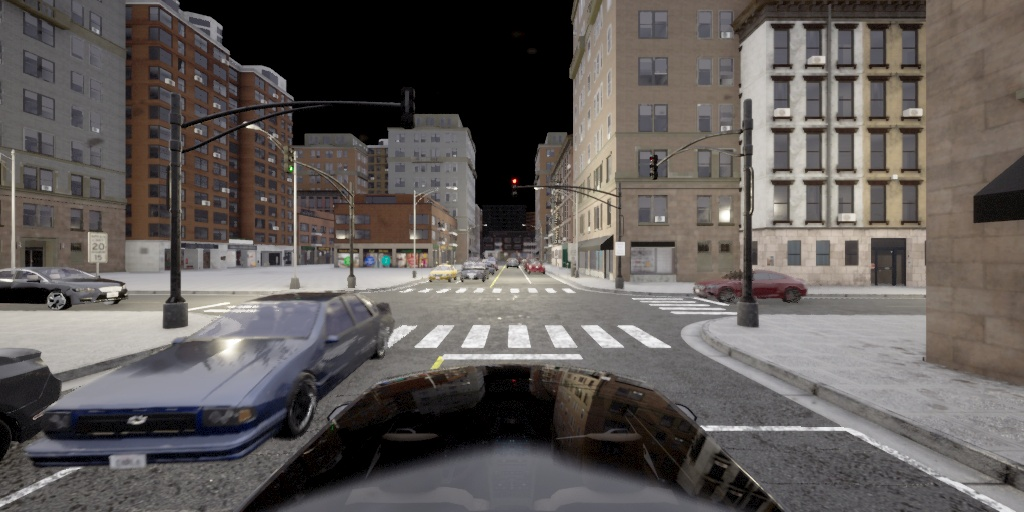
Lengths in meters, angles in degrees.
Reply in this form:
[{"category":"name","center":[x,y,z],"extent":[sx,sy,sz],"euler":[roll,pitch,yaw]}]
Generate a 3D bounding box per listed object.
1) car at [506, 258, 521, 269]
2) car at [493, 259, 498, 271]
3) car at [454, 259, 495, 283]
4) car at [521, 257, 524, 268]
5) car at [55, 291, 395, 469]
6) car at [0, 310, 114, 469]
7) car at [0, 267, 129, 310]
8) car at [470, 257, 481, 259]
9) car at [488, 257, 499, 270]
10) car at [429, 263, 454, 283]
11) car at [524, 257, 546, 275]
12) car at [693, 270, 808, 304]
[{"category":"car","center":[0.100,1.317,58.619],"extent":[1.994,1.385,4.181],"euler":[0,0,1]},{"category":"car","center":[-2.841,1.315,38.120],"extent":[1.994,1.385,4.181],"euler":[0,0,0]},{"category":"car","center":[-2.833,1.242,28.219],"extent":[2.128,1.511,4.902],"euler":[0,0,2]},{"category":"car","center":[2.642,1.066,45.552],"extent":[2.192,1.841,5.009],"euler":[0,0,0]},{"category":"car","center":[-3.322,1.297,5.598],"extent":[2.033,1.411,5.357],"euler":[0,0,-4]},{"category":"car","center":[-5.388,1.300,1.721],"extent":[2.007,1.370,4.403],"euler":[0,0,0]},{"category":"car","center":[-17.281,1.162,13.387],"extent":[4.902,1.511,2.128],"euler":[0,0,2]},{"category":"car","center":[-5.383,1.067,51.215],"extent":[2.192,1.841,5.009],"euler":[0,0,0]},{"category":"car","center":[-2.832,1.278,48.195],"extent":[1.812,1.442,4.674],"euler":[0,0,0]},{"category":"car","center":[-5.385,1.276,28.397],"extent":[1.751,1.417,4.829],"euler":[0,0,0]},{"category":"car","center":[2.641,1.191,39.890],"extent":[1.967,1.591,4.097],"euler":[0,0,0]},{"category":"car","center":[10.796,1.337,16.349],"extent":[4.674,1.442,1.812],"euler":[0,0,0]}]
